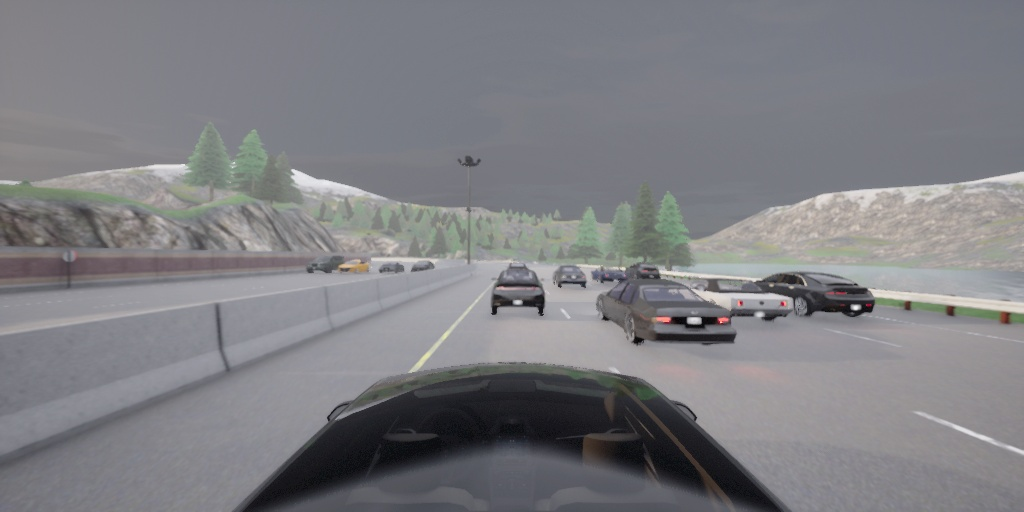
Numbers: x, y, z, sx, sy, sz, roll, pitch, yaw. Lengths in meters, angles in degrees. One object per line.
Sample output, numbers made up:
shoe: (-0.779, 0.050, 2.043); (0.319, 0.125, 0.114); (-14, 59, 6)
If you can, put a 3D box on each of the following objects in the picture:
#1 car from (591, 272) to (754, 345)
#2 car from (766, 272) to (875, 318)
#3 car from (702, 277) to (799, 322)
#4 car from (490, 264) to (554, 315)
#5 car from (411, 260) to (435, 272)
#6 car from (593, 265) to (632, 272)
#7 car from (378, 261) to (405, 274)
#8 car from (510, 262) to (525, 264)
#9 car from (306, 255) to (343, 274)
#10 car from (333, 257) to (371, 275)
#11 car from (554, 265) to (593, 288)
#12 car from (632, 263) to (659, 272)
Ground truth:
car: (3.654, 1.329, 9.607); (2.033, 1.411, 5.357); (0, 0, 1)
car: (10.723, 1.333, 13.552); (1.837, 1.490, 4.892); (0, 0, 1)
car: (7.207, 1.406, 12.589); (1.895, 1.301, 4.718); (0, 0, 1)
car: (0.227, 1.260, 13.814); (2.128, 1.511, 4.902); (0, 0, 1)
car: (-10.236, 1.225, 41.613); (1.882, 1.535, 5.008); (0, 0, -1)
car: (7.408, 1.428, 27.792); (1.895, 1.301, 4.718); (0, 0, 1)
car: (-13.733, 1.291, 41.120); (1.994, 1.385, 4.181); (0, 0, -1)
car: (0.455, 1.285, 30.811); (2.128, 1.511, 4.902); (0, 0, 1)
car: (-20.695, 0.909, 40.221); (2.150, 2.045, 5.566); (0, 0, -1)
car: (-17.216, 1.183, 39.299); (1.882, 1.535, 5.008); (0, 0, 0)
car: (3.852, 1.351, 24.618); (2.033, 1.411, 5.357); (0, 0, 1)
car: (10.952, 1.358, 30.539); (1.837, 1.490, 4.892); (0, 0, 1)
